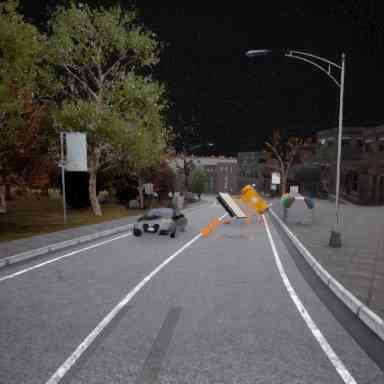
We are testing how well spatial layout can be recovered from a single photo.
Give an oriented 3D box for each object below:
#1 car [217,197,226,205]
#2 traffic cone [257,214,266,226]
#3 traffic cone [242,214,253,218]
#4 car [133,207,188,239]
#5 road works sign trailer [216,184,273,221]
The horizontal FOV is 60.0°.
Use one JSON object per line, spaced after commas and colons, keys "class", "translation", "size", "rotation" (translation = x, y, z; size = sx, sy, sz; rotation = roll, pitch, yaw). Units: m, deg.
{"class": "car", "translation": [5.057, 1.169, 52.712], "size": [2.097, 1.767, 4.553], "rotation": [1, 0, 7]}
{"class": "traffic cone", "translation": [4.675, 1.943, 21.973], "size": [0.340, 0.580, 0.340], "rotation": [1, 0, 20]}
{"class": "traffic cone", "translation": [3.686, 1.924, 21.997], "size": [0.340, 0.580, 0.340], "rotation": [2, 2, 7]}
{"class": "car", "translation": [-1.473, 1.472, 16.862], "size": [1.994, 1.385, 4.181], "rotation": [1, 0, 11]}
{"class": "road works sign trailer", "translation": [3.303, 1.091, 23.634], "size": [3.560, 2.880, 2.380], "rotation": [4, 42, -51]}
